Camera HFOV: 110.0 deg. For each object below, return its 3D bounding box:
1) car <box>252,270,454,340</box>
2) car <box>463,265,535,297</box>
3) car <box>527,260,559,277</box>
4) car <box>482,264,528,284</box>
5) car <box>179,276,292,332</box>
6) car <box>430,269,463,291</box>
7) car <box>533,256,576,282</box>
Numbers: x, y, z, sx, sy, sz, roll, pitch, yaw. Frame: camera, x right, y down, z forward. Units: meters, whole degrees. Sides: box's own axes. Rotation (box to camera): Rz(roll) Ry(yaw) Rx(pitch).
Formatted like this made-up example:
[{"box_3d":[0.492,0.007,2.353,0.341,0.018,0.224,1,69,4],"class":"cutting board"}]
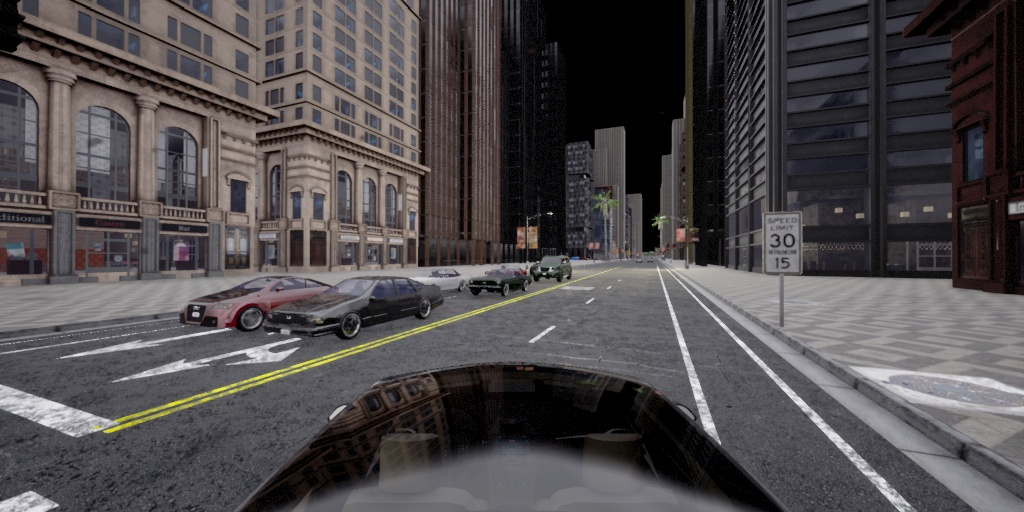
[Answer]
[{"box_3d":[-4.064,1.299,10.450,2.033,1.411,5.357,0,0,22],"class":"car"},{"box_3d":[-0.528,1.357,19.364,1.895,1.301,4.718,0,0,22],"class":"car"},{"box_3d":[3.363,1.249,37.884,1.882,1.535,5.008,0,0,22],"class":"car"},{"box_3d":[-0.435,1.363,28.411,1.895,1.301,4.718,0,0,22],"class":"car"},{"box_3d":[-7.335,1.315,11.006,1.994,1.385,4.181,0,0,22],"class":"car"},{"box_3d":[-4.110,1.356,19.152,1.895,1.301,4.718,0,0,22],"class":"car"},{"box_3d":[3.419,0.985,29.305,2.150,2.045,5.566,0,0,21],"class":"car"}]
